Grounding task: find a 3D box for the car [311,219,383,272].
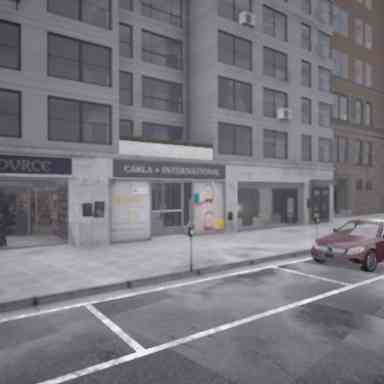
[{"bbox_3d":[5.528,1.522,10.467,4.206,1.307,1.802,0,0,-35],"label":"car"}]
